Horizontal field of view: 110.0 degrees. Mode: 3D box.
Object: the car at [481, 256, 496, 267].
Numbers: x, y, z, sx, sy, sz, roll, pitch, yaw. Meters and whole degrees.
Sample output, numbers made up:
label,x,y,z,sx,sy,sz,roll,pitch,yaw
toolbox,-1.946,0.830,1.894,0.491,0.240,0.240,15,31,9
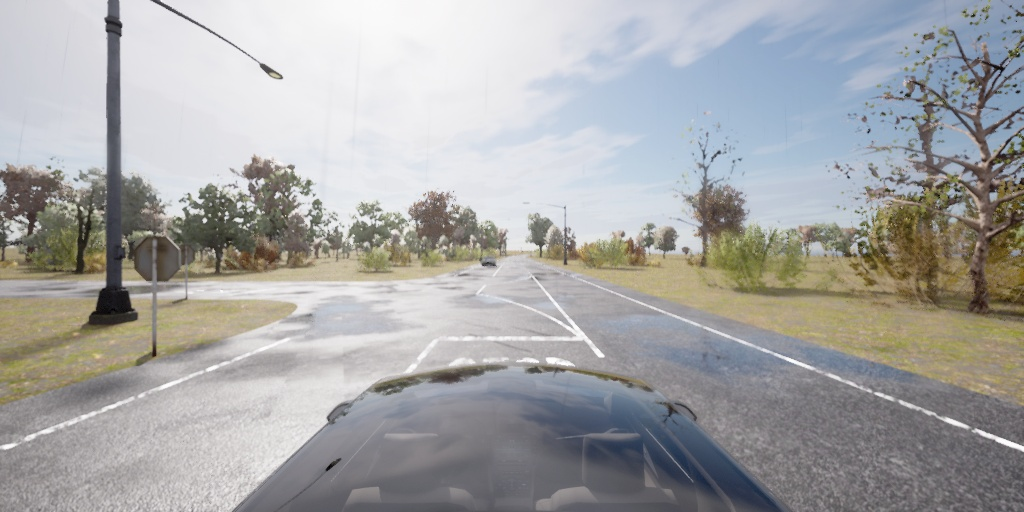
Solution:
label,x,y,z,sx,sy,sz,roll,pitch,yaw
car,-3.451,0.752,53.773,2.097,1.767,4.553,0,0,0
